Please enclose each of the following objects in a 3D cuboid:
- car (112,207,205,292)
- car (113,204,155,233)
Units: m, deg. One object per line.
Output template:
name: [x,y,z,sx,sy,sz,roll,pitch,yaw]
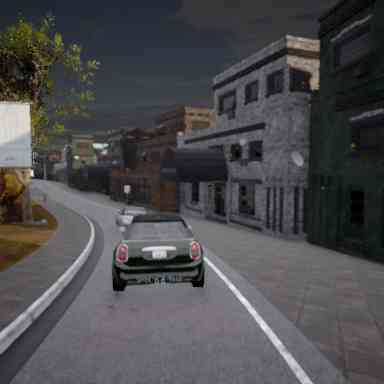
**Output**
car: [-0.999,1.375,9.303,2.097,1.767,4.553,-1,0,-8]
car: [-3.757,1.573,20.909,1.895,1.301,4.718,-1,1,-18]
